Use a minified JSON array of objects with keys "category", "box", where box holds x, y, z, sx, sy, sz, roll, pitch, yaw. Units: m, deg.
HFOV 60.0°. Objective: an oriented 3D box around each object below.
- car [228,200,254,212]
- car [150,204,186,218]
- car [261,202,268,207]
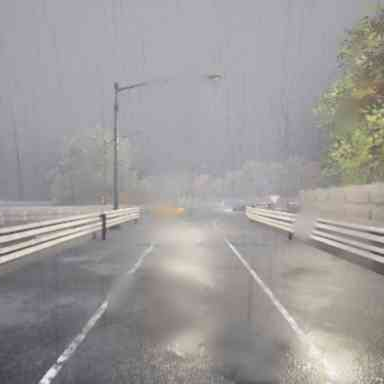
[{"category":"car","box":[8.604,2.640,57.459,2.128,1.511,4.902,-1,-1,27]},{"category":"car","box":[-2.784,2.212,39.630,1.882,1.535,5.008,-1,-1,38]},{"category":"car","box":[18.077,3.254,82.363,1.812,1.442,4.674,0,-1,13]}]
